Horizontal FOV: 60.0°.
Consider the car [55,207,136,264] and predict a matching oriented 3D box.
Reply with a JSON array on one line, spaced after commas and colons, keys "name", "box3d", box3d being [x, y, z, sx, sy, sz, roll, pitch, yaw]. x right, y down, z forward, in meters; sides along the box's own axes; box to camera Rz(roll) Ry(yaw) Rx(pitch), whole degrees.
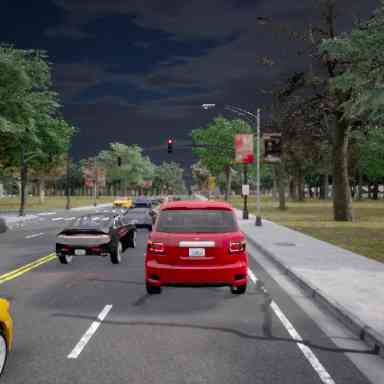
[{"name": "car", "box3d": [-3.166, 1.494, 11.832, 2.128, 1.511, 4.902, 0, 0, 0]}]

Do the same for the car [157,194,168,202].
[{"name": "car", "box3d": [-6.618, 1.400, 75.975, 2.097, 1.767, 4.553, 0, 0, 0]}]

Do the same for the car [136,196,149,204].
[{"name": "car", "box3d": [-9.875, 1.550, 66.746, 1.837, 1.490, 4.892, 0, 0, 0]}]

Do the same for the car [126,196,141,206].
[{"name": "car", "box3d": [-9.920, 1.537, 56.746, 1.837, 1.490, 4.892, 0, 0, 0]}]

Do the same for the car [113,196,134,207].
[{"name": "car", "box3d": [-9.910, 1.500, 47.448, 1.882, 1.535, 5.008, 0, 0, 0]}]

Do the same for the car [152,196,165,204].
[{"name": "car", "box3d": [-6.636, 1.591, 65.742, 2.033, 1.411, 5.357, 0, 0, 0]}]

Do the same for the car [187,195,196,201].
[{"name": "car", "box3d": [-0.135, 1.480, 86.753, 2.128, 1.511, 4.902, 0, 0, 0]}]

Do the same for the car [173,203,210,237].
[{"name": "car", "box3d": [-0.028, 1.483, 19.238, 1.882, 1.535, 5.008, 0, 0, 0]}]

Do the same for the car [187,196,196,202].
[{"name": "car", "box3d": [-0.118, 1.598, 76.337, 2.033, 1.411, 5.357, 0, 0, 0]}]

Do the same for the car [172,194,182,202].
[{"name": "car", "box3d": [-3.369, 1.414, 76.719, 2.097, 1.767, 4.553, 0, 0, 0]}]

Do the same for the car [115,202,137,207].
[{"name": "car", "box3d": [-3.181, 1.570, 20.495, 1.994, 1.385, 4.181, 0, 0, 0]}]

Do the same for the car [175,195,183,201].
[{"name": "car", "box3d": [-3.385, 1.550, 86.778, 1.895, 1.301, 4.718, 0, 0, 0]}]

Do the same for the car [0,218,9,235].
[{"name": "car", "box3d": [-9.816, 1.551, 13.736, 2.033, 1.411, 5.357, 0, 0, 1]}]

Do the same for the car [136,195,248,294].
[{"name": "car", "box3d": [0.088, 1.223, 8.921, 2.150, 2.045, 5.566, 0, 0, 0]}]

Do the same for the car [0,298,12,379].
[{"name": "car", "box3d": [-3.153, 1.478, 2.123, 1.882, 1.535, 5.008, 0, 0, 0]}]

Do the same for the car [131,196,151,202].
[{"name": "car", "box3d": [-6.669, 1.622, 46.005, 1.895, 1.301, 4.718, 0, 0, 0]}]
